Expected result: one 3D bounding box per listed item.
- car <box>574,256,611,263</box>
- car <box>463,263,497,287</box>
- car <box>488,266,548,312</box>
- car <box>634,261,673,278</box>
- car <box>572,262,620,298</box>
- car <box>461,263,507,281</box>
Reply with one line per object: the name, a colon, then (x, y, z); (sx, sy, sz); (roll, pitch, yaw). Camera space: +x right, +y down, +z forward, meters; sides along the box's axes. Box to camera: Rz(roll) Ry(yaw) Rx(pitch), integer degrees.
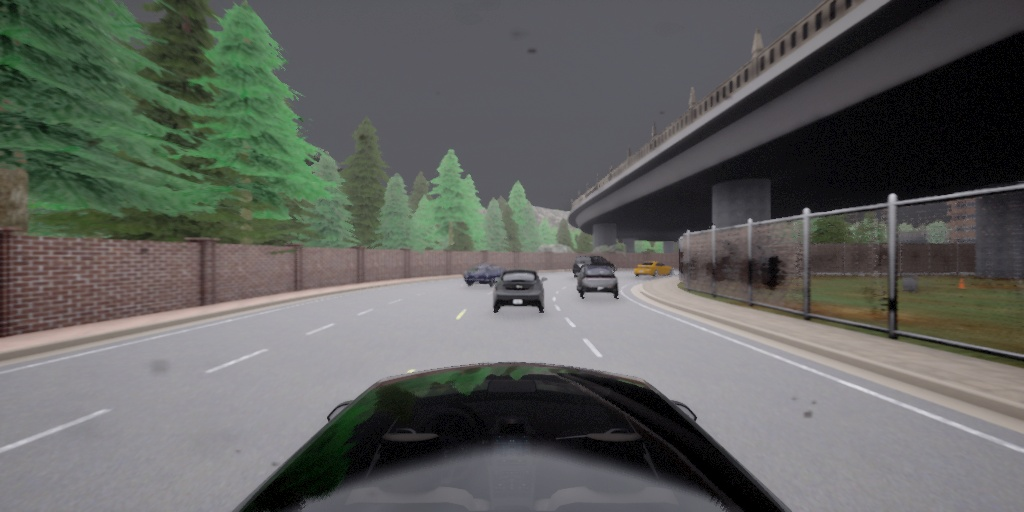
car: (7.756, 0.997, 33.535); (2.150, 2.045, 5.566); (-1, 0, 40)
car: (-1.490, 1.369, 24.551); (1.895, 1.301, 4.718); (0, 0, 20)
car: (0.342, 1.266, 14.363); (1.837, 1.490, 4.892); (0, 0, 4)
car: (13.643, 1.254, 34.405); (5.008, 1.535, 1.882); (0, 0, -42)
car: (4.336, 1.254, 18.433); (2.128, 1.511, 4.902); (0, 0, 9)
car: (-2.354, 1.337, 30.920); (1.994, 1.385, 4.181); (0, 0, 29)
